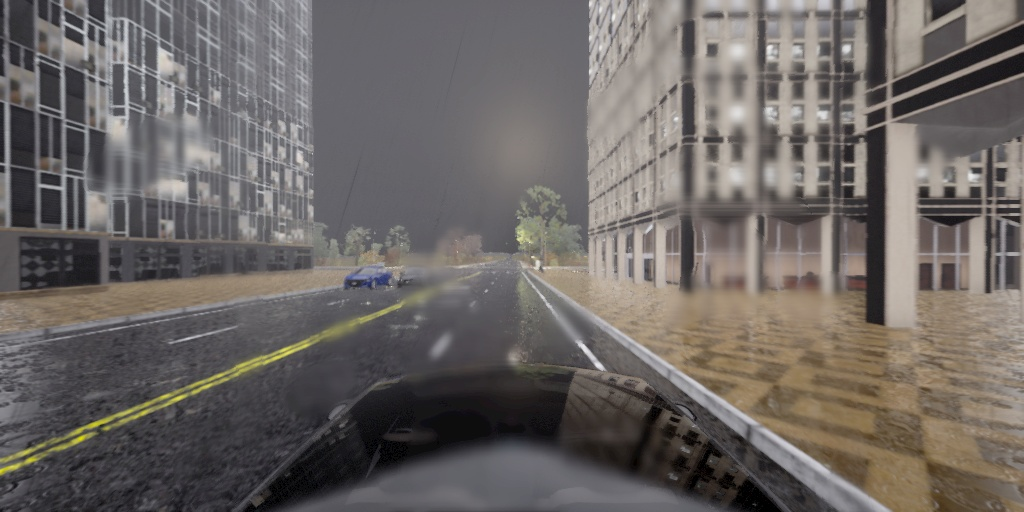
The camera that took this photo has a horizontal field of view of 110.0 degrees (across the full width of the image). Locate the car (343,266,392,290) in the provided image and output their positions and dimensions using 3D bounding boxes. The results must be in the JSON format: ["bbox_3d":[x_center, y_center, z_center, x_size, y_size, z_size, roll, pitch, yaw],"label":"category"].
[{"bbox_3d":[-9.852,1.475,24.898,1.882,1.535,5.008,0,-1,0],"label":"car"}]

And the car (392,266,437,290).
[{"bbox_3d":[-6.602,1.507,25.337,1.837,1.490,4.892,0,-1,0],"label":"car"}]
